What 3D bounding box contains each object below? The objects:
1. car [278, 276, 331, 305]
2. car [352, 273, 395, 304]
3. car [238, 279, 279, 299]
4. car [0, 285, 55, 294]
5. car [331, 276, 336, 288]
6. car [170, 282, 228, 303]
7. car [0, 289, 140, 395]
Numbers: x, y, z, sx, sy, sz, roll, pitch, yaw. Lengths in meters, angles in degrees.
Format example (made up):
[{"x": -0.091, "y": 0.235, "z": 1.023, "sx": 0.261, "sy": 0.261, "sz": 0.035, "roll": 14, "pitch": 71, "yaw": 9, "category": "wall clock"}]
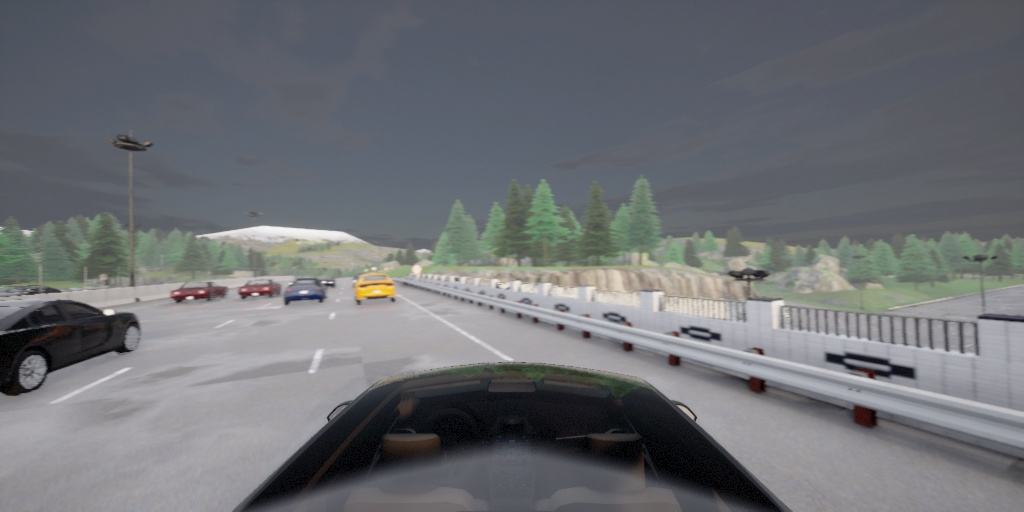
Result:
[{"x": -12.020, "y": 1.982, "z": 21.070, "sx": 1.994, "sy": 1.385, "sz": 4.181, "roll": -1, "pitch": -1, "yaw": -24, "category": "car"}, {"x": -7.688, "y": 1.722, "z": 19.972, "sx": 1.882, "sy": 1.535, "sz": 5.008, "roll": -1, "pitch": -2, "yaw": -24, "category": "car"}, {"x": -18.065, "y": 2.342, "z": 25.967, "sx": 1.895, "sy": 1.301, "sz": 4.718, "roll": -1, "pitch": -1, "yaw": -24, "category": "car"}, {"x": -32.645, "y": 2.716, "z": 23.816, "sx": 2.128, "sy": 1.511, "sz": 4.902, "roll": -2, "pitch": -1, "yaw": -24, "category": "car"}, {"x": -18.841, "y": 2.631, "z": 36.200, "sx": 1.895, "sy": 1.301, "sz": 4.718, "roll": -1, "pitch": 0, "yaw": -24, "category": "car"}, {"x": -21.354, "y": 2.434, "z": 24.749, "sx": 1.895, "sy": 1.301, "sz": 4.718, "roll": -1, "pitch": -1, "yaw": -24, "category": "car"}, {"x": -9.485, "y": 1.574, "z": 6.939, "sx": 1.882, "sy": 1.535, "sz": 5.008, "roll": -1, "pitch": -1, "yaw": -24, "category": "car"}]
